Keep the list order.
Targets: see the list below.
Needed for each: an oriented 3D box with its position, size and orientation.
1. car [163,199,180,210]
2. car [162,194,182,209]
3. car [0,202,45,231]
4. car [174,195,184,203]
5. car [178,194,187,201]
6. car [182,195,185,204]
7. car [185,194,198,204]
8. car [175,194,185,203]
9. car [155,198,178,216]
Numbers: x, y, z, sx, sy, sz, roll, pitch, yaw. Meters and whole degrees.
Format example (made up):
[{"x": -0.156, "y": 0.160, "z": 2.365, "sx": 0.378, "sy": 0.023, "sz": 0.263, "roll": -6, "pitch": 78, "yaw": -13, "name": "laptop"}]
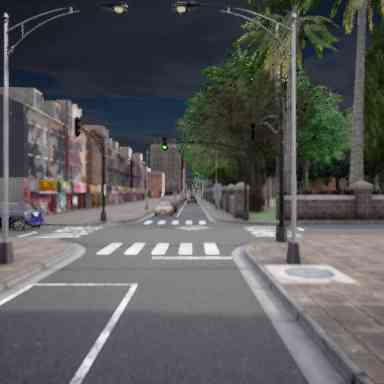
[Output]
[{"x": -2.646, "y": 1.596, "z": 43.152, "sx": 1.947, "sy": 1.339, "sz": 4.313, "roll": 0, "pitch": 0, "yaw": 0, "name": "car"}, {"x": -2.648, "y": 1.341, "z": 37.882, "sx": 2.192, "sy": 1.841, "sz": 5.009, "roll": 0, "pitch": 0, "yaw": 0, "name": "car"}, {"x": -11.631, "y": 1.428, "z": 20.455, "sx": 4.553, "sy": 1.767, "sz": 2.097, "roll": 0, "pitch": 0, "yaw": 4, "name": "car"}, {"x": -2.633, "y": 1.493, "z": 69.503, "sx": 1.967, "sy": 1.590, "sz": 4.097, "roll": 0, "pitch": 0, "yaw": 0, "name": "car"}, {"x": -2.623, "y": 1.387, "z": 90.585, "sx": 2.192, "sy": 1.841, "sz": 5.009, "roll": 0, "pitch": 0, "yaw": 0, "name": "car"}, {"x": -2.641, "y": 1.590, "z": 53.692, "sx": 2.008, "sy": 1.369, "sz": 4.403, "roll": 0, "pitch": 0, "yaw": 0, "name": "car"}, {"x": 0.012, "y": 1.551, "z": 62.546, "sx": 1.837, "sy": 1.490, "sz": 4.892, "roll": 0, "pitch": 0, "yaw": 0, "name": "car"}, {"x": -2.631, "y": 1.373, "z": 74.774, "sx": 2.192, "sy": 1.841, "sz": 5.009, "roll": 0, "pitch": 0, "yaw": 0, "name": "car"}, {"x": -2.645, "y": 1.547, "z": 32.443, "sx": 1.752, "sy": 1.417, "sz": 4.829, "roll": 0, "pitch": 0, "yaw": 0, "name": "car"}]
